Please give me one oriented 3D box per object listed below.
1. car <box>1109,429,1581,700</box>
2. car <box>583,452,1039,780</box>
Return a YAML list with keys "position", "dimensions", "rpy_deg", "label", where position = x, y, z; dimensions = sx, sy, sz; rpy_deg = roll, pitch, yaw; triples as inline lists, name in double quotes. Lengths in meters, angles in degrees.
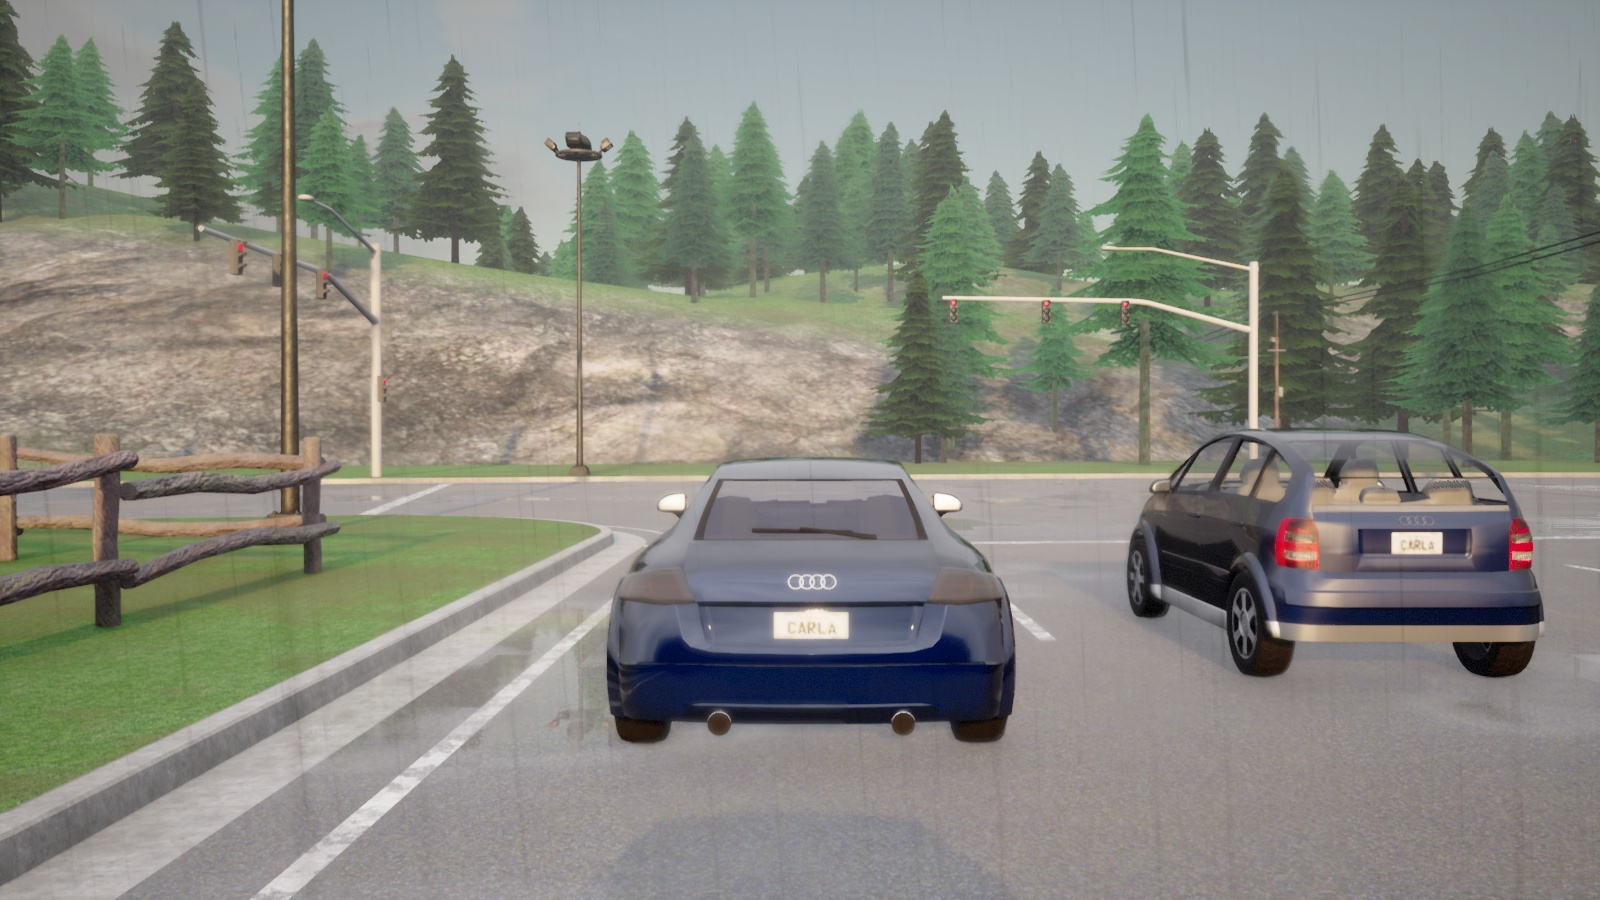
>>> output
- position: [3.566, 0.632, 9.029]
  dimensions: [1.789, 1.549, 3.705]
  rpy_deg: [0, 1, 0]
  label: "car"
- position: [0.058, 0.730, 7.590]
  dimensions: [1.994, 1.385, 4.181]
  rpy_deg: [0, 1, 0]
  label: "car"
